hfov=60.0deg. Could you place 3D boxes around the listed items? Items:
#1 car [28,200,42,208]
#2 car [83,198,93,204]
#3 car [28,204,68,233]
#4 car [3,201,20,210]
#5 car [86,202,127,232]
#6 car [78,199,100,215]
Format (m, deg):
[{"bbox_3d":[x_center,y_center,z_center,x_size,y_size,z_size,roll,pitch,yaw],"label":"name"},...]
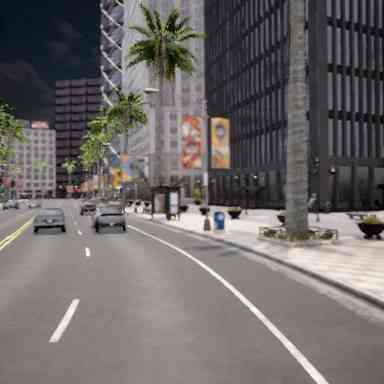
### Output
[{"bbox_3d":[-26.098,2.088,55.310,2.128,1.511,4.902,0,0,-21],"label":"car"},{"bbox_3d":[-27.343,2.329,87.440,2.161,1.482,4.786,0,0,-21],"label":"car"},{"bbox_3d":[-9.193,1.773,21.743,2.033,1.411,5.357,0,0,-21],"label":"car"},{"bbox_3d":[-29.665,2.187,54.840,1.994,1.385,4.181,0,0,-20],"label":"car"},{"bbox_3d":[-5.475,1.684,21.626,2.128,1.511,4.902,0,0,-20],"label":"car"},{"bbox_3d":[-12.252,1.872,39.344,1.837,1.490,4.892,0,0,-21],"label":"car"}]
